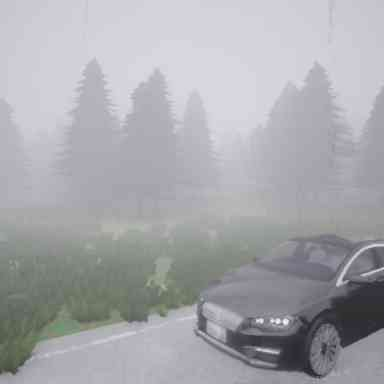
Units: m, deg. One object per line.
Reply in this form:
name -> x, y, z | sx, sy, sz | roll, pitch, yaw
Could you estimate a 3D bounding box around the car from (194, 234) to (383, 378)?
car -> 2.299, 1.519, 5.646 | 4.902, 1.511, 2.128 | 1, 0, -36
